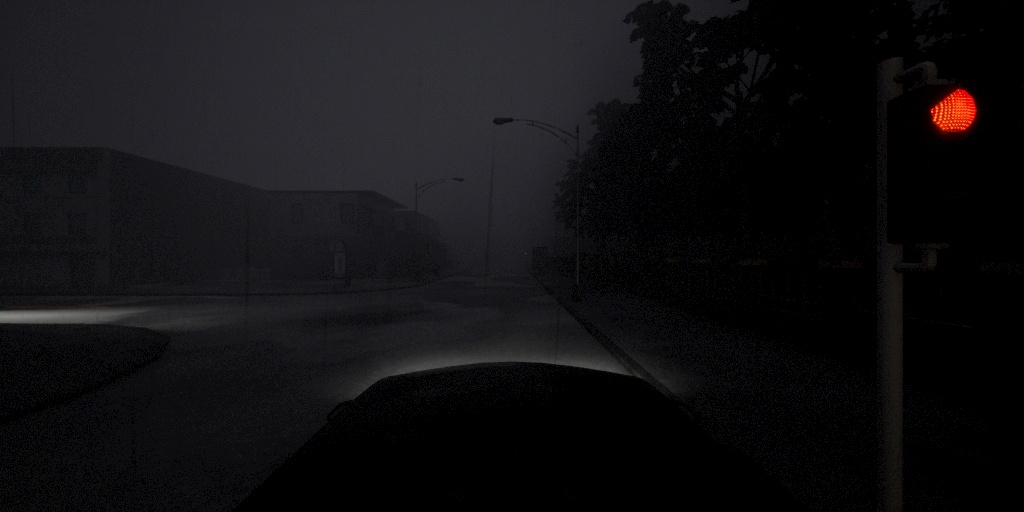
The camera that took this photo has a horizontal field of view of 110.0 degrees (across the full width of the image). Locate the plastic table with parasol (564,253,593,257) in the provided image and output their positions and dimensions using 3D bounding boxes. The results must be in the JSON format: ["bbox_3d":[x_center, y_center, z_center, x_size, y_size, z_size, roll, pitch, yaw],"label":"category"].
[{"bbox_3d":[9.970,0.684,53.921,2.482,2.480,2.482,0,0,-40],"label":"plastic table with parasol"}]

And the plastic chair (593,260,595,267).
[{"bbox_3d":[13.715,1.304,58.508,0.730,1.272,0.750,0,0,-35],"label":"plastic chair"}]

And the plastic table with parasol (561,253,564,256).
[{"bbox_3d":[10.680,0.705,62.362,2.482,2.480,2.482,0,0,-40],"label":"plastic table with parasol"}]

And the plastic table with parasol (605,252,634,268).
[{"bbox_3d":[15.289,0.694,51.182,2.482,2.480,2.482,0,0,-40],"label":"plastic table with parasol"}]

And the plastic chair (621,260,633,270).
[{"bbox_3d":[16.022,1.296,50.184,0.750,1.272,0.730,0,0,-40],"label":"plastic chair"}]

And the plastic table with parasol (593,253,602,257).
[{"bbox_3d":[14.667,0.673,59.396,2.482,2.480,2.482,0,0,-42],"label":"plastic table with parasol"}]

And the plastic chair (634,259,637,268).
[{"bbox_3d":[18.643,1.161,54.631,0.750,1.272,0.730,0,0,-39],"label":"plastic chair"}]

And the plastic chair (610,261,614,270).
[{"bbox_3d":[14.316,1.306,50.280,0.730,1.272,0.750,0,0,-35],"label":"plastic chair"}]
